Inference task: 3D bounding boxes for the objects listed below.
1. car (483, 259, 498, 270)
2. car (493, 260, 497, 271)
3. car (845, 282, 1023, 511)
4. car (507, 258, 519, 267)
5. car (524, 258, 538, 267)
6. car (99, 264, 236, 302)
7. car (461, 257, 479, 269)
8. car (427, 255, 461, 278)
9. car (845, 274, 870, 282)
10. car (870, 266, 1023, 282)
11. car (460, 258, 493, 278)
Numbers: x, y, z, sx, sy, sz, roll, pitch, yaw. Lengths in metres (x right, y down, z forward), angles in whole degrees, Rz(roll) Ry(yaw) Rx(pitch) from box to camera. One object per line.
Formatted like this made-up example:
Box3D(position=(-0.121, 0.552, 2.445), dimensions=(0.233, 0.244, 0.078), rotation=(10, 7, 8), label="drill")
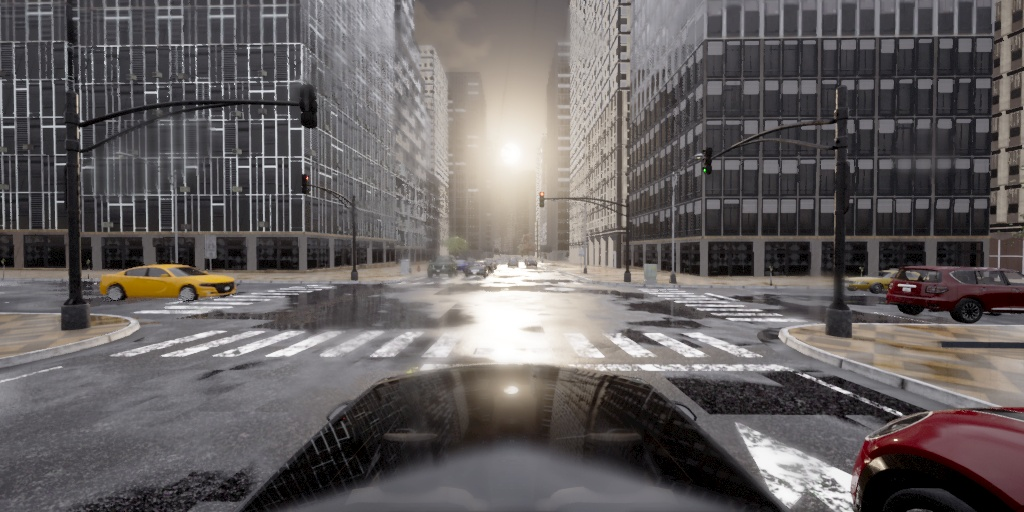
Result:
Box3D(position=(-3.168, 1.262, 53.955), dimensions=(2.033, 1.411, 5.357), rotation=(0, 0, 0), label="car")
Box3D(position=(-3.210, 1.326, 43.956), dimensions=(1.895, 1.301, 4.718), rotation=(0, 0, 0), label="car")
Box3D(position=(3.253, 1.102, 0.425), dimensions=(2.097, 1.767, 4.553), rotation=(0, 0, 0), label="car")
Box3D(position=(0.209, 1.269, 63.377), dimensions=(1.994, 1.385, 4.181), rotation=(0, 0, 0), label="car")
Box3D(position=(3.459, 1.306, 63.395), dimensions=(1.895, 1.301, 4.718), rotation=(0, 0, 0), label="car")
Box3D(position=(-14.930, 1.126, 15.712), dimensions=(5.008, 1.535, 1.882), rotation=(1, 1, 1), label="car")
Box3D(position=(-6.406, 1.068, 55.159), dimensions=(2.097, 1.767, 4.553), rotation=(0, 0, 0), label="car")
Box3D(position=(-6.482, 0.955, 34.199), dimensions=(2.150, 2.045, 5.566), rotation=(0, 0, 0), label="car")
Box3D(position=(21.865, 1.410, 20.803), dimensions=(4.829, 1.417, 1.751), rotation=(0, 0, 1), label="car")
Box3D(position=(16.226, 1.282, 12.538), dimensions=(5.009, 1.841, 2.192), rotation=(0, 0, 1), label="car")
Box3D(position=(-3.240, 1.225, 33.957), dimensions=(2.128, 1.511, 4.902), rotation=(0, 0, 1), label="car")
